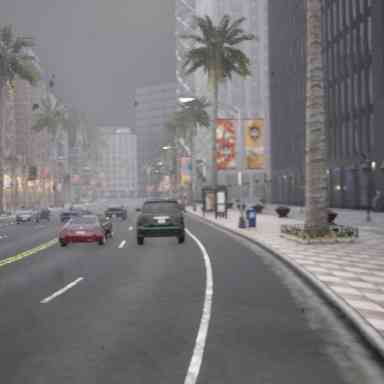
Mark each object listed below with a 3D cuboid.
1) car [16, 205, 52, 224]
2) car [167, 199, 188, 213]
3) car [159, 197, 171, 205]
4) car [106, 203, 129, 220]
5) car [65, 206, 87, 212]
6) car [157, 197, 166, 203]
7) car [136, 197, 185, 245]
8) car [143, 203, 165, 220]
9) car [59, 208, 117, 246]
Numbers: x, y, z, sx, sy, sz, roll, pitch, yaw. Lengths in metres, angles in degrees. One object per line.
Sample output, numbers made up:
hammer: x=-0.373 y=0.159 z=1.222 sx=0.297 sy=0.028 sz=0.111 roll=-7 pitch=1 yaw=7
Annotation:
car: x=-13.951 y=1.931 z=29.544 sx=2.128 sy=1.511 sz=4.902 roll=-1 pitch=0 yaw=-8
car: x=-1.938 y=1.767 z=42.127 sx=2.231 sy=1.521 sz=4.892 roll=-1 pitch=0 yaw=-8
car: x=-5.858 y=1.886 z=71.239 sx=2.185 sy=1.767 sz=4.553 roll=-1 pitch=0 yaw=-8
car: x=-7.130 y=1.828 z=31.399 sx=1.837 sy=1.490 sz=4.892 roll=-1 pitch=0 yaw=-8
car: x=-10.504 y=1.977 z=30.200 sx=1.895 sy=1.301 sz=4.718 roll=-1 pitch=0 yaw=-8
car: x=-8.482 y=2.223 z=93.011 sx=2.161 sy=1.482 sz=4.786 roll=-1 pitch=0 yaw=-8
car: x=-1.619 y=1.346 z=16.656 sx=2.150 sy=2.045 sz=5.566 roll=-1 pitch=0 yaw=-7
car: x=-3.660 y=1.822 z=31.853 sx=1.994 sy=1.385 sz=4.181 roll=-1 pitch=0 yaw=-7
car: x=-5.121 y=1.759 z=16.516 sx=1.994 sy=1.385 sz=4.181 roll=-1 pitch=0 yaw=-7
